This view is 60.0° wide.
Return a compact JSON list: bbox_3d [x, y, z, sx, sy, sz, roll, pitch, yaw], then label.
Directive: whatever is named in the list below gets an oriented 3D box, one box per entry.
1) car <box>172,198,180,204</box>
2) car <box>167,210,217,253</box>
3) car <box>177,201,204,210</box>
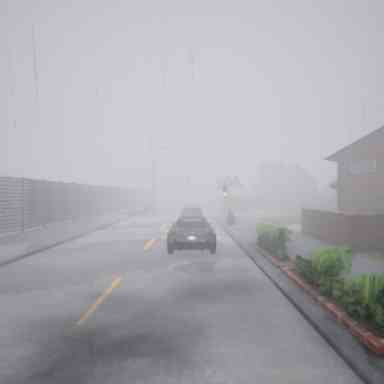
[{"bbox_3d":[-4.022,2.350,85.657,2.033,1.411,5.357,0,-1,0],"label":"car"},{"bbox_3d":[-0.002,1.701,14.323,1.994,1.385,4.181,0,0,0],"label":"car"},{"bbox_3d":[-0.004,1.770,29.301,2.128,1.511,4.902,0,0,0],"label":"car"}]
